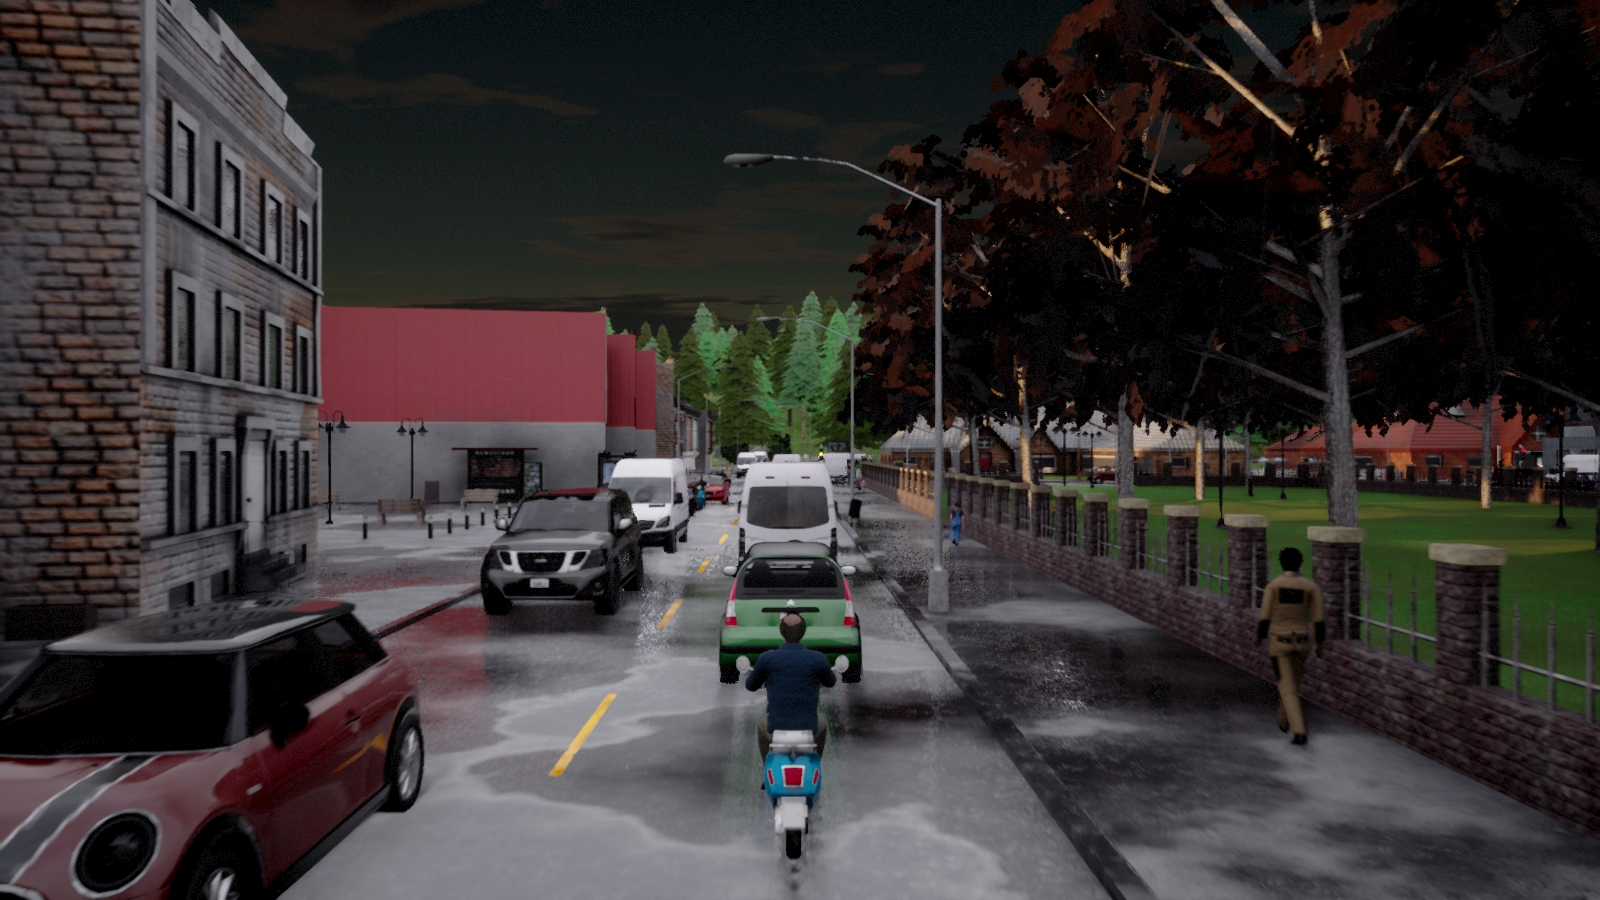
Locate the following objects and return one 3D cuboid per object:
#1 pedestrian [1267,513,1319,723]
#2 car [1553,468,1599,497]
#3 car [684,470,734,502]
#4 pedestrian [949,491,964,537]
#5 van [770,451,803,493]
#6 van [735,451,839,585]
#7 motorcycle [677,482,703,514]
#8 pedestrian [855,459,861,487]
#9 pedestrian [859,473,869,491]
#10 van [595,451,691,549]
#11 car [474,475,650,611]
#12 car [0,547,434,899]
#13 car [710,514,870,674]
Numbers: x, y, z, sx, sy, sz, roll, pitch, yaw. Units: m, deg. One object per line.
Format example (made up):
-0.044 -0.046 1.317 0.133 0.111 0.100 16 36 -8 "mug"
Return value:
4.518 1.525 10.482 0.375 1.860 0.375 0 0 12 "pedestrian"
44.686 1.817 64.560 1.845 1.501 3.633 0 0 1 "car"
-4.692 1.840 59.492 2.231 1.480 4.892 0 0 -1 "car"
4.435 1.805 32.349 0.375 1.300 0.375 0 0 0 "pedestrian"
-0.835 1.313 71.270 1.988 2.561 5.915 0 0 -1 "van"
-0.280 1.314 24.852 1.988 2.561 5.915 0 0 -1 "van"
-4.547 1.984 47.333 0.867 1.251 2.209 0 0 -1 "motorcycle"
3.915 1.522 76.507 0.375 1.860 0.375 0 0 -1 "pedestrian"
3.786 1.903 67.919 0.500 1.100 0.500 0 0 -6 "pedestrian"
-4.380 1.314 32.763 1.988 2.561 5.915 0 0 -1 "van"
-4.191 1.557 21.141 2.150 2.045 5.566 0 0 -1 "car"
-4.070 1.687 7.227 2.097 1.767 4.553 0 0 -1 "car"
-0.140 1.779 15.220 1.851 1.617 3.988 0 0 -1 "car"
